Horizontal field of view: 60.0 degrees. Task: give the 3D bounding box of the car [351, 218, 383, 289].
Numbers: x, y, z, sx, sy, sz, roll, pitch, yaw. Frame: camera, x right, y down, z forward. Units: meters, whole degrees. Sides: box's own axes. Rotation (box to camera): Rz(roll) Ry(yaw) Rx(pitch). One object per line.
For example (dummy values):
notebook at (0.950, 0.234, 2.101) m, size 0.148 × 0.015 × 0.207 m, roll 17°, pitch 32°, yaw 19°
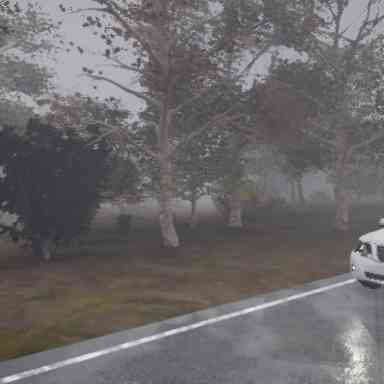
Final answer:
car at (6.182, 1.242, 8.102) m, size 5.566 × 2.045 × 2.150 m, roll 0°, pitch 0°, yaw -36°
